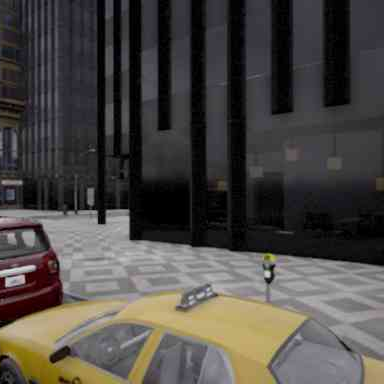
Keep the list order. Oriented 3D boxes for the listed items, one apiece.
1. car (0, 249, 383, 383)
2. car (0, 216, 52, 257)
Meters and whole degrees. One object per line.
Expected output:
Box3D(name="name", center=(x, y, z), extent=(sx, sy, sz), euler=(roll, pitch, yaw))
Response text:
Box3D(name="car", center=(-0.164, 1.537, 3.075), extent=(4.829, 1.417, 1.752), euler=(0, 0, 35))
Box3D(name="car", center=(-4.455, 1.362, 6.112), extent=(5.009, 1.841, 2.192), euler=(0, 0, 35))
